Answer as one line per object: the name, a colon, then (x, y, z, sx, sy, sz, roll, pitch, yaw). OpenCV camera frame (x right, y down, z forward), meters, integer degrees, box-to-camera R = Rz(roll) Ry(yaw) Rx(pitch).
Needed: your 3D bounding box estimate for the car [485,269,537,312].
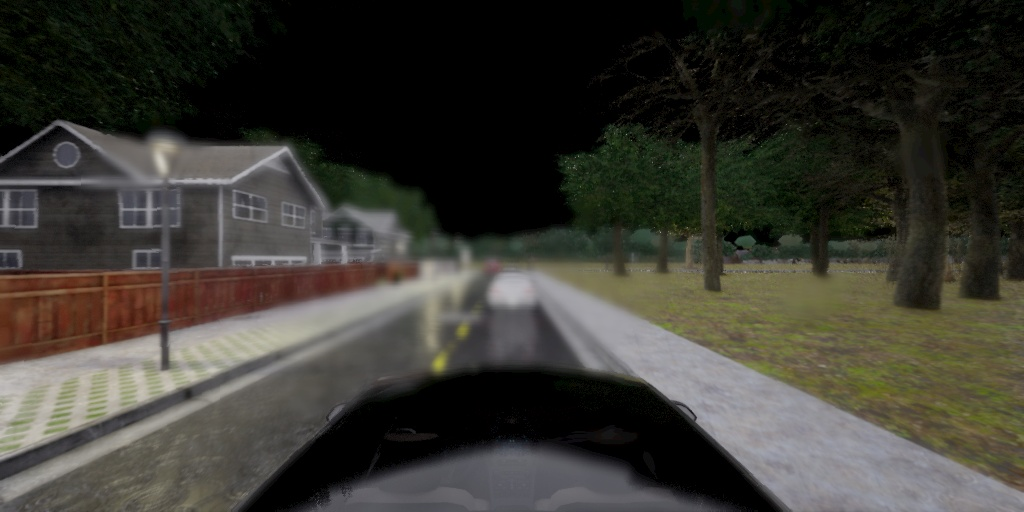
car: (0.047, 1.429, 14.912, 1.812, 1.442, 4.674, 0, 0, 1)

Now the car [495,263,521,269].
car: (0.038, 1.565, 29.237, 2.128, 1.511, 4.902, 0, -1, 1)

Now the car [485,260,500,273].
car: (-2.798, 1.583, 53.453, 2.150, 2.045, 5.566, 0, -1, 1)
